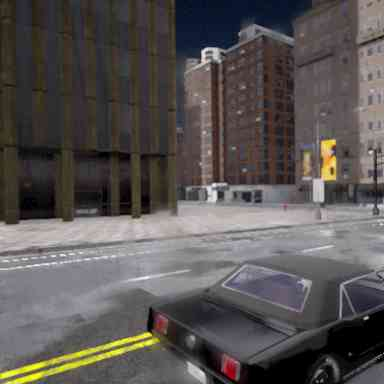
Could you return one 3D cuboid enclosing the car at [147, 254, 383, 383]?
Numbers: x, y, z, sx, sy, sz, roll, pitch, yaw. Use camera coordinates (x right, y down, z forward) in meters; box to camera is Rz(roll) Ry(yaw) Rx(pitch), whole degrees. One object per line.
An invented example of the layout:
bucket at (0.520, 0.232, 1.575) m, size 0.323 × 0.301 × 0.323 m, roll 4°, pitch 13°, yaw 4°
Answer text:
car at (1.860, 1.595, 4.769) m, size 4.718 × 1.301 × 1.895 m, roll 0°, pitch 0°, yaw -36°
